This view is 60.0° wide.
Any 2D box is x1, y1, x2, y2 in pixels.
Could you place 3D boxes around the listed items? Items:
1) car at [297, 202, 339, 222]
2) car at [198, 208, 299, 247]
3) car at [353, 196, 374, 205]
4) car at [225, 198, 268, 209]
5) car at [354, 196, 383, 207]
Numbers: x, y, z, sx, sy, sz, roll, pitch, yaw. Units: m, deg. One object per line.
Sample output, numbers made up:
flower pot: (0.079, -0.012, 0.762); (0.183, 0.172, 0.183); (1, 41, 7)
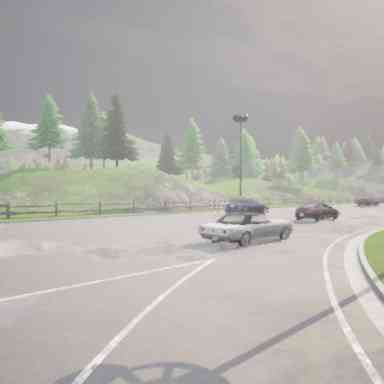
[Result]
car: (9.868, 1.524, 26.235); (4.674, 1.442, 1.812); (0, 0, -42)
car: (2.581, 1.600, 14.993); (4.718, 1.301, 1.895); (0, 0, -42)
car: (30.321, 1.522, 58.821); (4.674, 1.442, 1.812); (0, 0, -42)
car: (5.220, 1.351, 31.468); (4.553, 1.767, 2.097); (0, 0, -42)
car: (27.328, 1.499, 51.304); (4.892, 1.490, 1.837); (1, -1, -42)
